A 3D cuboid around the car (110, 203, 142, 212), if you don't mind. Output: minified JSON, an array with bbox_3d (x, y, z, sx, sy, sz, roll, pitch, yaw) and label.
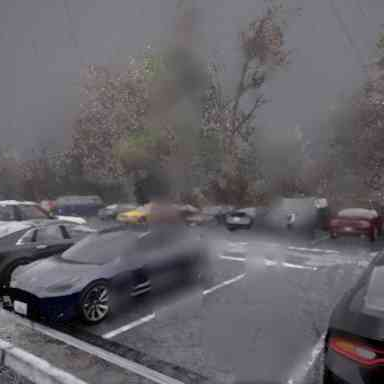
[{"bbox_3d":[-3.152,1.539,24.567,1.946,1.575,5.366,0,0,36],"label":"car"}]

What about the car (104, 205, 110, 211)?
[{"bbox_3d":[-5.313,1.596,26.334,2.002,1.452,4.674,0,0,36],"label":"car"}]

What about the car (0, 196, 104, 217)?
[{"bbox_3d":[-5.981,1.262,10.780,2.435,2.045,5.566,0,0,36],"label":"car"}]

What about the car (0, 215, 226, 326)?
[{"bbox_3d":[-1.450,1.516,7.477,2.163,1.488,4.792,0,0,36],"label":"car"}]

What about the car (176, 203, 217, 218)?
[{"bbox_3d":[1.474,1.543,21.458,2.163,1.488,4.792,0,0,36],"label":"car"}]

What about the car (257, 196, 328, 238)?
[{"bbox_3d":[6.006,1.236,18.226,2.435,2.045,5.566,0,0,35],"label":"car"}]

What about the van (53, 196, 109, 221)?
[{"bbox_3d":[-9.779,1.359,29.670,1.878,1.987,4.442,0,0,36],"label":"van"}]

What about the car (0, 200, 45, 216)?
[{"bbox_3d":[-18.898,1.669,36.059,2.097,1.535,5.008,-1,0,36],"label":"car"}]

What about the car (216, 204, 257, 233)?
[{"bbox_3d":[3.775,1.529,19.888,2.163,1.488,4.792,0,0,36],"label":"car"}]

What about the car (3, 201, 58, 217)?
[{"bbox_3d":[-16.634,1.684,34.434,2.002,1.452,4.674,-1,0,36],"label":"car"}]

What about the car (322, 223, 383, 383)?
[{"bbox_3d":[3.129,1.467,4.240,2.097,1.535,5.008,0,0,36],"label":"car"}]

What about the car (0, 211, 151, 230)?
[{"bbox_3d":[-3.713,1.500,9.122,2.231,1.521,4.892,0,0,36],"label":"car"}]

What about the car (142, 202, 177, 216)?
[{"bbox_3d":[-0.780,1.528,23.095,2.097,1.535,5.008,0,0,36],"label":"car"}]

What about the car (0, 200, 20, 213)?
[{"bbox_3d":[-23.431,1.731,39.293,2.097,1.535,5.008,-1,-1,36],"label":"car"}]

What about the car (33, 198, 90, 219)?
[{"bbox_3d":[-12.126,1.477,31.167,2.185,1.767,4.553,0,0,36],"label":"car"}]

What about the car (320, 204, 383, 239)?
[{"bbox_3d":[8.289,1.477,16.625,2.097,1.535,5.008,0,0,36],"label":"car"}]
